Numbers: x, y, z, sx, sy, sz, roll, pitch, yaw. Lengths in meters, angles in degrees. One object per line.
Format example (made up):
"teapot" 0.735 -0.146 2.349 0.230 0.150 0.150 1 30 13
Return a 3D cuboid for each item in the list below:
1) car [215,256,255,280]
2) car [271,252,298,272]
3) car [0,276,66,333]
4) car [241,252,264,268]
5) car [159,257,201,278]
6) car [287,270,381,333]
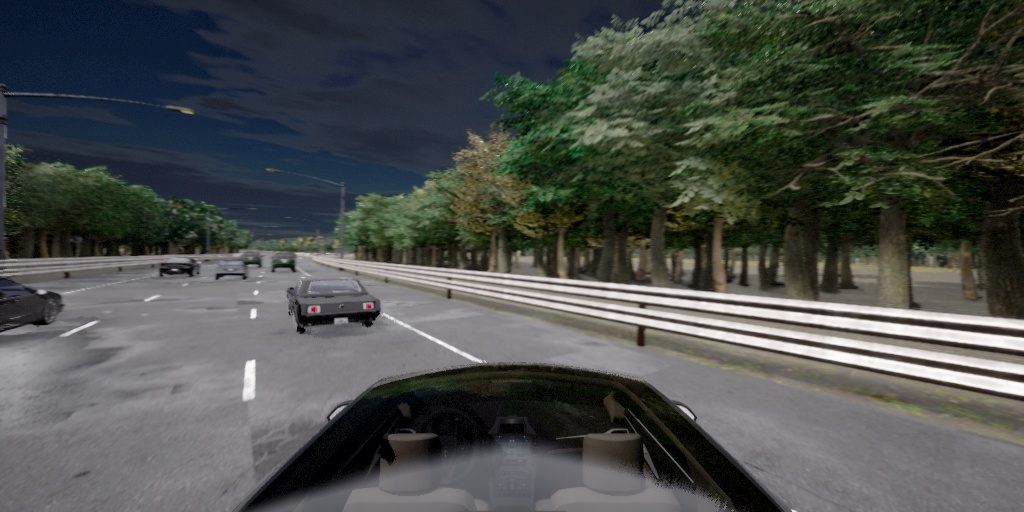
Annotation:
"car" -20.835 0.979 26.865 2.033 1.411 5.357 1 0 -34
"car" -24.546 0.620 38.607 2.150 2.045 5.566 1 0 -33
"car" -11.661 1.088 7.380 2.033 1.411 5.357 1 0 -35
"car" -33.941 0.465 46.856 2.150 2.045 5.566 1 0 -33
"car" -25.866 0.824 28.094 1.882 1.535 5.008 1 0 -34
"car" -5.395 1.260 10.490 1.895 1.301 4.718 1 0 -35
